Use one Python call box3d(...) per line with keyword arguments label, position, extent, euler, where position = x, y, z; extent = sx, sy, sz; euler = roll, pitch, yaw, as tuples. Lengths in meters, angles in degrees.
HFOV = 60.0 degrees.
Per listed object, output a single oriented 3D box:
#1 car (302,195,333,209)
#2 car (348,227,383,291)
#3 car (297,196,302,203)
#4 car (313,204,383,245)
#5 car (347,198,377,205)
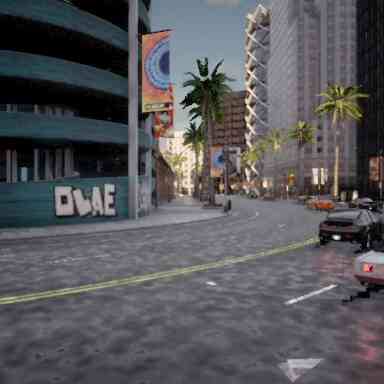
box3d(label="car", position=(15.873, 1.324, 41.547), extent=(2.097, 1.767, 4.553), euler=(0, 0, 2))
box3d(label="car", position=(5.692, 1.596, 7.906), extent=(4.718, 1.301, 1.895), euler=(0, 0, -43))
box3d(label="car", position=(22.221, 1.437, 65.711), extent=(2.231, 1.521, 4.892), euler=(0, 0, -1))
box3d(label="car", position=(7.113, 1.495, 14.703), extent=(1.837, 1.490, 4.892), euler=(1, 0, 39))
box3d(label="car", position=(19.218, 1.480, 37.831), extent=(1.837, 1.490, 4.892), euler=(0, 0, 4))
